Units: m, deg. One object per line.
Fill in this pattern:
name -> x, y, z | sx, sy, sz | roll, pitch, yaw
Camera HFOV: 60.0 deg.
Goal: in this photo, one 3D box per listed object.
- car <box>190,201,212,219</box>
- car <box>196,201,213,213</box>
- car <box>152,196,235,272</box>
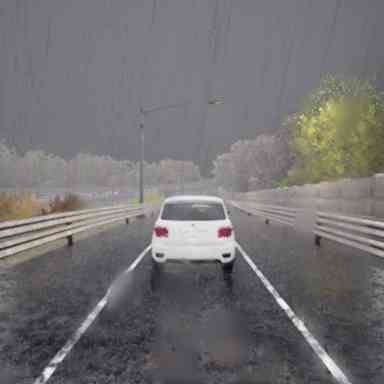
car -> 0.923, 1.679, 32.089 | 1.882, 1.535, 5.008 | 0, -1, 3
car -> 1.699, 1.948, 43.867 | 2.033, 1.411, 5.357 | 0, -1, 4
car -> 0.069, 1.129, 10.573 | 2.150, 2.045, 5.566 | 0, 0, 1
